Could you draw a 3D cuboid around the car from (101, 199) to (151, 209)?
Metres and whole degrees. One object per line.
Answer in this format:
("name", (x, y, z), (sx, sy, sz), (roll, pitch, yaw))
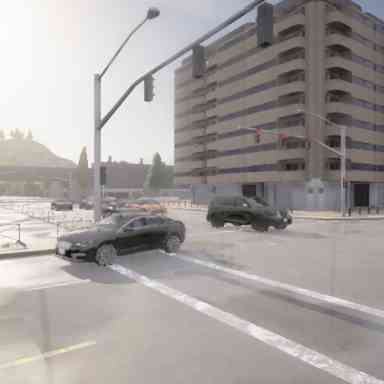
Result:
("car", (-5.534, 1.548, 26.317), (2.128, 1.511, 4.902), (0, 0, -35))

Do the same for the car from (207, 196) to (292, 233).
("car", (3.335, 1.263, 20.560), (2.150, 2.045, 5.566), (0, -1, -42))

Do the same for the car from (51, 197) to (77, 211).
("car", (-16.221, 1.561, 41.420), (1.837, 1.490, 4.892), (0, 0, -35))

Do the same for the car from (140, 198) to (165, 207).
("car", (-4.083, 1.408, 30.324), (2.097, 1.767, 4.553), (0, 0, -35))

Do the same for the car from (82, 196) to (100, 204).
("car", (-19.679, 1.533, 64.794), (1.882, 1.535, 5.008), (0, 0, -35))

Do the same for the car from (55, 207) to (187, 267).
("car", (-2.246, 1.496, 11.673), (2.128, 1.511, 4.902), (1, 0, 40))

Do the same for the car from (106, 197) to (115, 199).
("car", (-14.280, 1.581, 57.170), (1.812, 1.442, 4.674), (0, 0, -35))

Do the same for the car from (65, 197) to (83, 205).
("car", (-22.087, 1.619, 62.139), (1.994, 1.385, 4.181), (0, 0, -35))

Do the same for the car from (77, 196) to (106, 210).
("car", (-13.196, 1.582, 43.214), (1.812, 1.442, 4.674), (0, 0, -36))
